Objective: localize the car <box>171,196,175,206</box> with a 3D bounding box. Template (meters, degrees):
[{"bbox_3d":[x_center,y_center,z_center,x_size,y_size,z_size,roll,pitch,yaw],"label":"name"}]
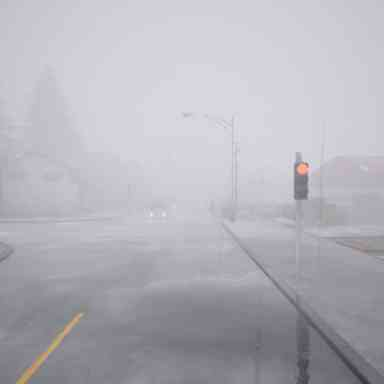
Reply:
[{"bbox_3d":[-4.086,1.514,51.933,1.812,1.442,4.674,0,0,0],"label":"car"}]

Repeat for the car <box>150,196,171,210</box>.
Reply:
[{"bbox_3d":[-4.093,1.495,41.611,1.837,1.490,4.892,0,0,0],"label":"car"}]
